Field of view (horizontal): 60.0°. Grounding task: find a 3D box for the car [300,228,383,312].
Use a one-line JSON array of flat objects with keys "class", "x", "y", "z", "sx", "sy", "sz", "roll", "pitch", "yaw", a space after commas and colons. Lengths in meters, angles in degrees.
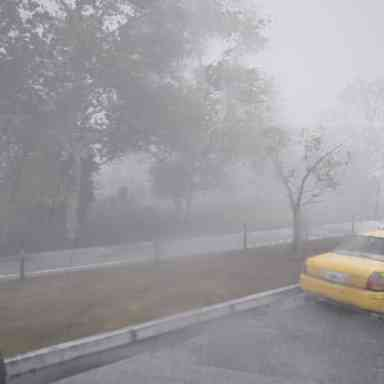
[{"class": "car", "x": 4.715, "y": 1.498, "z": 7.408, "sx": 5.366, "sy": 1.575, "sz": 1.946, "roll": 0, "pitch": 0, "yaw": -33}]
